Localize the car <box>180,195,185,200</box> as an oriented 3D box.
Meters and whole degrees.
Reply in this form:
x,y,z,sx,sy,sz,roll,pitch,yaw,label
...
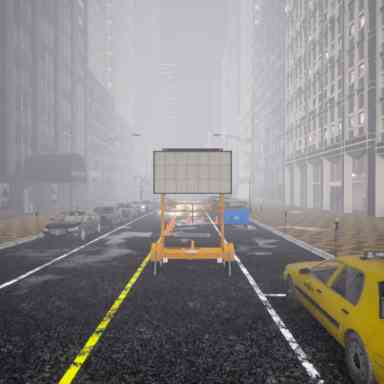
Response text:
x,y,z,sx,sy,sz,roll,pitch,yaw,label
-2.964,1.483,89.232,1.837,1.490,4.892,0,0,0,car

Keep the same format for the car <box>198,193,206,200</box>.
x,y,z,sx,sy,sz,roll,pitch,yaw,label
2.717,1.291,90.116,2.192,1.841,5.009,-1,0,0,car

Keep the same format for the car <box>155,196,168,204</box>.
x,y,z,sx,sy,sz,roll,pitch,yaw,label
-5.673,1.536,61.701,2.008,1.369,4.403,-1,0,0,car

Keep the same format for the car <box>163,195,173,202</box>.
x,y,z,sx,sy,sz,roll,pitch,yaw,label
-5.667,1.420,78.752,1.967,1.590,4.097,-1,0,0,car

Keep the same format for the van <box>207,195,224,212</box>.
x,y,z,sx,sy,sz,roll,pitch,yaw,label
2.696,1.332,38.963,1.690,1.788,3.998,-1,0,0,van

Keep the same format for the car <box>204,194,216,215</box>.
x,y,z,sx,sy,sz,roll,pitch,yaw,label
2.694,1.307,33.279,2.192,1.841,5.009,-1,0,0,car

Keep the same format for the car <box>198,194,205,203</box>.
x,y,z,sx,sy,sz,roll,pitch,yaw,label
2.708,1.536,61.697,2.008,1.369,4.403,-1,0,0,car

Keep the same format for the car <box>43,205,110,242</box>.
x,y,z,sx,sy,sz,roll,pitch,yaw,label
-5.691,1.547,16.232,2.008,1.369,4.403,-1,0,0,car

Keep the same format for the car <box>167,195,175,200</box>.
x,y,z,sx,sy,sz,roll,pitch,yaw,label
-5.661,1.501,89.950,1.752,1.417,4.829,-1,0,0,car

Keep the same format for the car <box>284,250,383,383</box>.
x,y,z,sx,sy,sz,roll,pitch,yaw,label
2.685,1.524,5.031,1.752,1.417,4.829,-1,0,0,car

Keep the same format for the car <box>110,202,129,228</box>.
x,y,z,sx,sy,sz,roll,pitch,yaw,label
-5.689,1.561,21.916,1.947,1.339,4.313,-1,0,0,car

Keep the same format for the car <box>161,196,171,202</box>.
x,y,z,sx,sy,sz,roll,pitch,yaw,label
-5.668,1.563,73.068,1.802,1.307,4.206,-1,0,0,car

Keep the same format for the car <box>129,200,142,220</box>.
x,y,z,sx,sy,sz,roll,pitch,yaw,label
-5.687,1.538,27.599,1.887,1.381,4.507,-1,0,0,car

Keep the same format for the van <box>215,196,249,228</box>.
x,y,z,sx,sy,sz,roll,pitch,yaw,label
2.690,1.336,21.912,1.690,1.788,3.998,-1,0,0,van

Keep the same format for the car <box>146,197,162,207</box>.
x,y,z,sx,sy,sz,roll,pitch,yaw,label
-5.678,1.539,50.334,2.008,1.369,4.403,-1,0,0,car

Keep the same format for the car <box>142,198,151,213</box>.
x,y,z,sx,sy,sz,roll,pitch,yaw,label
-5.685,1.543,33.283,2.008,1.369,4.403,-1,0,0,car

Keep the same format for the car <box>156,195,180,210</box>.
x,y,z,sx,sy,sz,roll,pitch,yaw,label
-3.076,1.481,43.612,2.128,1.511,4.902,0,0,0,car

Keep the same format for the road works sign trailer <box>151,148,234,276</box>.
x,y,z,sx,sy,sz,roll,pitch,yaw,label
0.020,0.462,10.279,2.380,3.560,2.880,0,0,0,road works sign trailer

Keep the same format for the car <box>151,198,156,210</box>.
x,y,z,sx,sy,sz,roll,pitch,yaw,label
-5.682,1.573,38.967,1.802,1.307,4.206,-1,0,0,car
